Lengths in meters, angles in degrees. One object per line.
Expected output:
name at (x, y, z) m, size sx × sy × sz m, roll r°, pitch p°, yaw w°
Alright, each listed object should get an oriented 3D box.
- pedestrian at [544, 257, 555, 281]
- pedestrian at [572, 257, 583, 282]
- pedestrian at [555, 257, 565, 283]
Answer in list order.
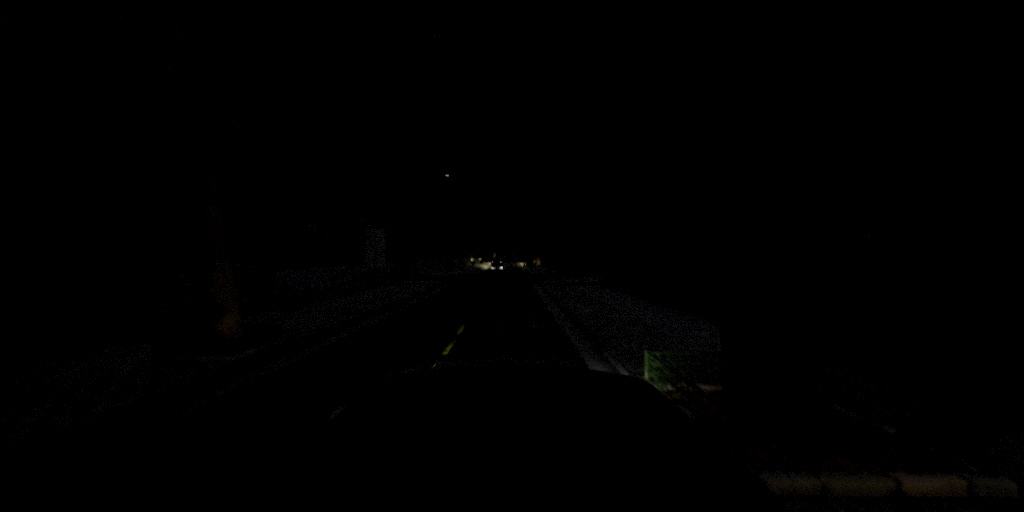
pedestrian at (2.708, 0.904, 25.942) m, size 0.375 × 1.860 × 0.375 m, roll 0°, pitch 0°, yaw 0°
pedestrian at (4.586, 0.905, 25.342) m, size 0.375 × 1.860 × 0.375 m, roll 0°, pitch 0°, yaw 0°
pedestrian at (3.374, 0.902, 24.743) m, size 0.375 × 1.860 × 0.375 m, roll 0°, pitch 0°, yaw 0°
